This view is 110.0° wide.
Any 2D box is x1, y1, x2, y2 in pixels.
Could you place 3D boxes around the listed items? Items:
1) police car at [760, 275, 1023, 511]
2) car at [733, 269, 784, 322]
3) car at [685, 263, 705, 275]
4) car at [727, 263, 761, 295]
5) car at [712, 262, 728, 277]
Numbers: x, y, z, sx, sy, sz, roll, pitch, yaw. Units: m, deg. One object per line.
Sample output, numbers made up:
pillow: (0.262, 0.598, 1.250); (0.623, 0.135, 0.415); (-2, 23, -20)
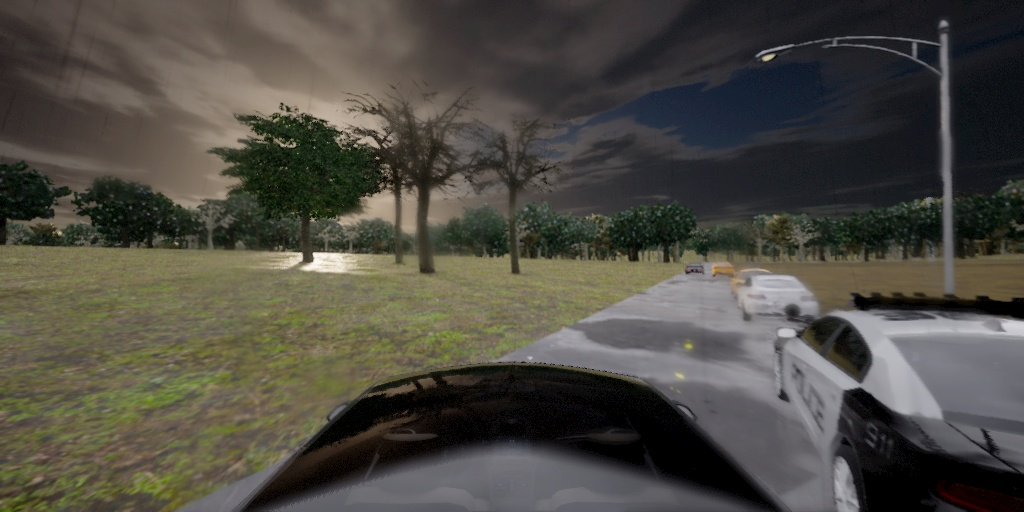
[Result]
police car: (3.788, 1.161, 3.283); (1.930, 1.638, 5.238); (-1, -1, 29)
car: (8.624, 1.316, 11.910); (1.812, 1.442, 4.674); (-1, -1, 29)
car: (21.824, 1.537, 42.784); (1.994, 1.385, 4.181); (-1, -1, 29)
car: (11.649, 1.277, 17.311); (1.801, 1.575, 5.366); (-1, -1, 29)
car: (22.785, 1.405, 38.779); (1.882, 1.535, 5.008); (-1, 0, 30)
